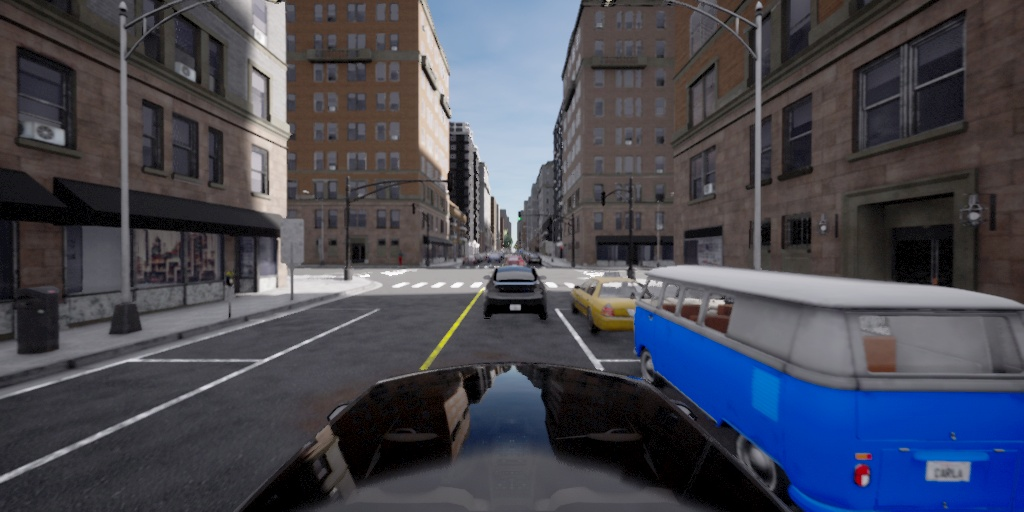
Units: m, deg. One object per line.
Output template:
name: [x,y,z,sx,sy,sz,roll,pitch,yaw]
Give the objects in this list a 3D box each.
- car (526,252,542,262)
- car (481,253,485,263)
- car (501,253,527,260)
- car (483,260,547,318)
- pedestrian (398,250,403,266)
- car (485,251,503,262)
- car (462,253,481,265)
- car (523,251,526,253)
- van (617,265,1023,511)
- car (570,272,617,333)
car: [2.984,0.463,47.390,1.948,1.339,4.313,0,0,1]
car: [-5.470,0.359,53.023,1.948,1.339,4.313,0,0,1]
car: [0.223,0.701,32.646,1.812,1.442,4.674,0,1,1]
car: [0.097,1.065,11.945,1.837,1.490,4.892,0,1,0]
pedestrian: [-12.358,0.191,39.743,0.375,1.860,0.375,0,0,0]
car: [-2.674,0.304,53.763,1.812,1.442,4.674,0,1,1]
car: [-5.541,0.479,47.495,1.802,1.307,4.207,0,0,1]
car: [3.126,0.240,58.448,2.007,1.370,4.403,0,0,1]
van: [2.669,1.047,4.060,1.690,1.789,3.998,0,0,0]
car: [2.669,1.126,9.902,1.751,1.417,4.829,0,0,0]
